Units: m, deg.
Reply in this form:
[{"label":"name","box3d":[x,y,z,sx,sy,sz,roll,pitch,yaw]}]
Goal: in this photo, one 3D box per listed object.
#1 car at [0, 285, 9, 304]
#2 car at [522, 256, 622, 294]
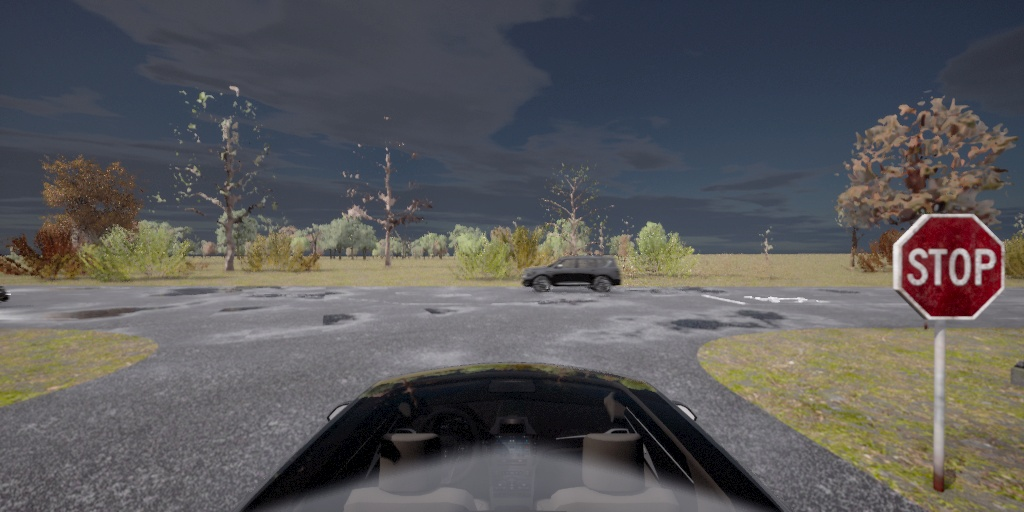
[{"label":"car","box3d":[-21.198,1.191,12.727,4.892,1.490,1.837,0,0,-2]},{"label":"car","box3d":[3.365,1.024,20.340,5.566,2.045,2.150,0,0,-1]}]
